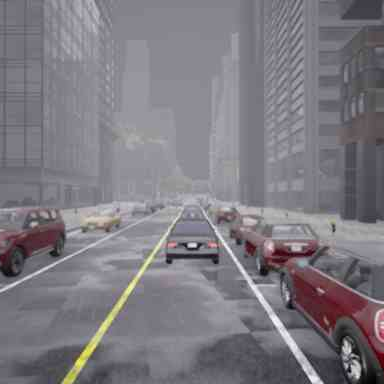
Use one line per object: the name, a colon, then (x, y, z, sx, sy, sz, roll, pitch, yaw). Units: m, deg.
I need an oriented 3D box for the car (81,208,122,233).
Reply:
car: (-5.742, 1.738, 21.469, 1.752, 1.417, 4.829, 0, -1, 0)

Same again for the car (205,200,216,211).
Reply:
car: (2.800, 1.906, 38.069, 1.752, 1.417, 4.829, 0, -1, 0)

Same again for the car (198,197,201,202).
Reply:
car: (2.834, 2.251, 70.617, 1.752, 1.417, 4.829, 0, -1, 0)

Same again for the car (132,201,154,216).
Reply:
car: (-5.726, 1.962, 37.916, 1.802, 1.307, 4.206, 0, -1, 0)

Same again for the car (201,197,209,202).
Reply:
car: (2.810, 1.932, 48.749, 1.967, 1.590, 4.097, 0, -1, 0)

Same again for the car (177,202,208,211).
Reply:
car: (0.038, 1.821, 27.497, 2.033, 1.411, 5.357, 0, -1, 0)

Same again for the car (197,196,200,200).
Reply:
car: (2.838, 2.097, 75.874, 2.192, 1.841, 5.009, 0, -1, 0)

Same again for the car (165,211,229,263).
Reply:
car: (0.022, 1.672, 12.516, 2.033, 1.411, 5.357, 0, -1, 0)

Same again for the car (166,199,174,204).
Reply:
car: (-5.674, 2.479, 86.748, 1.802, 1.307, 4.206, 0, -1, 0)

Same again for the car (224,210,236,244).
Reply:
car: (2.777, 1.742, 16.199, 1.802, 1.307, 4.206, 0, -1, 0)

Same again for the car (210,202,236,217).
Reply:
car: (2.788, 1.813, 27.049, 1.887, 1.381, 4.507, 0, -1, 0)

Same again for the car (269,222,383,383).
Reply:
car: (2.765, 1.494, 5.352, 1.967, 1.590, 4.097, 0, -1, 0)

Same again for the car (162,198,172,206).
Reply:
car: (-5.686, 2.223, 75.898, 1.967, 1.590, 4.097, 0, -1, 0)

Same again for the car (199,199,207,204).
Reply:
car: (2.851, 2.462, 86.722, 1.947, 1.339, 4.313, 0, -1, 0)

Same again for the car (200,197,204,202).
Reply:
car: (2.816, 1.989, 54.174, 1.967, 1.590, 4.097, 0, -1, 0)

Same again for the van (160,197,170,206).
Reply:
van: (-5.692, 2.066, 70.473, 1.690, 1.788, 3.998, 0, -1, 0)

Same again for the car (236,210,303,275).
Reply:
car: (2.771, 1.547, 10.776, 1.967, 1.590, 4.097, 0, -1, 0)

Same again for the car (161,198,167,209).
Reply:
car: (-5.710, 1.865, 54.196, 2.192, 1.841, 5.009, 0, -1, 0)

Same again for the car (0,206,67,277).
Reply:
car: (-5.755, 1.423, 10.790, 2.192, 1.841, 5.009, 0, -1, 0)

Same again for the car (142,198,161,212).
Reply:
car: (-5.721, 1.751, 43.345, 2.192, 1.841, 5.009, 0, -1, 0)

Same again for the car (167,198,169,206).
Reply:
car: (-5.703, 2.153, 59.619, 1.887, 1.381, 4.507, 0, -1, 0)

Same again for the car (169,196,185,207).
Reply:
car: (-2.945, 2.025, 65.569, 2.097, 1.767, 4.553, 0, -1, 0)
